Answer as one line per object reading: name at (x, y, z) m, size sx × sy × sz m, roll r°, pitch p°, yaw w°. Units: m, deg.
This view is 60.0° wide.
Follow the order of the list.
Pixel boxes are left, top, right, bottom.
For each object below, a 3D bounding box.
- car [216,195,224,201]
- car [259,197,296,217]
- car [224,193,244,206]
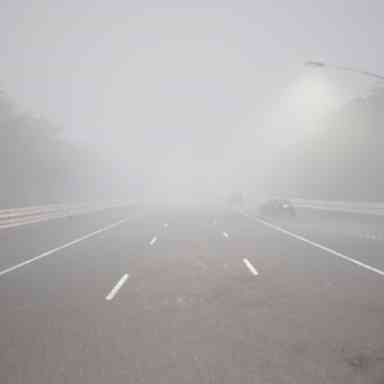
car at (7.070, 1.419, 83.277) m, size 1.882 × 1.535 × 5.008 m, roll 0°, pitch 0°, yaw 0°
car at (7.899, 1.312, 31.099) m, size 2.097 × 1.767 × 4.553 m, roll 0°, pitch 0°, yaw -7°
car at (7.004, 1.127, 53.988) m, size 2.150 × 2.045 × 5.566 m, roll 0°, pitch 0°, yaw 0°
